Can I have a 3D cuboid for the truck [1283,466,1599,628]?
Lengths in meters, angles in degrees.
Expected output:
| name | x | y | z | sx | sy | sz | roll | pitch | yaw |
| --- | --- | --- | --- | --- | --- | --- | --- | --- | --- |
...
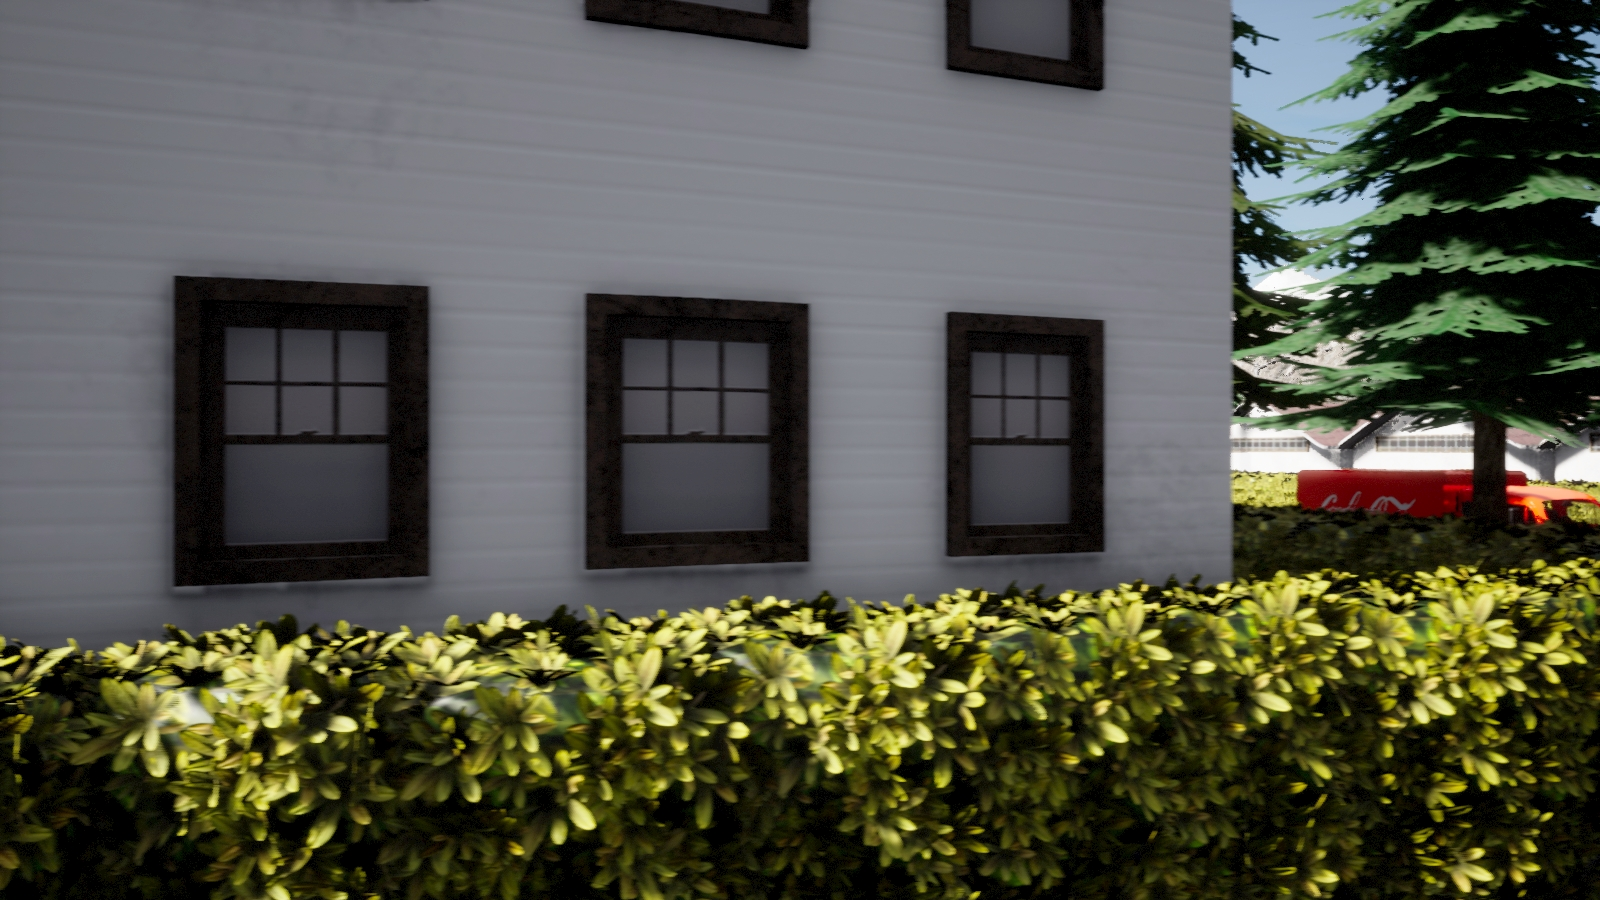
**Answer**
| name | x | y | z | sx | sy | sz | roll | pitch | yaw |
| --- | --- | --- | --- | --- | --- | --- | --- | --- | --- |
| truck | 11.825 | 1.566 | 20.898 | 2.627 | 2.467 | 5.204 | 0 | 0 | -21 |
